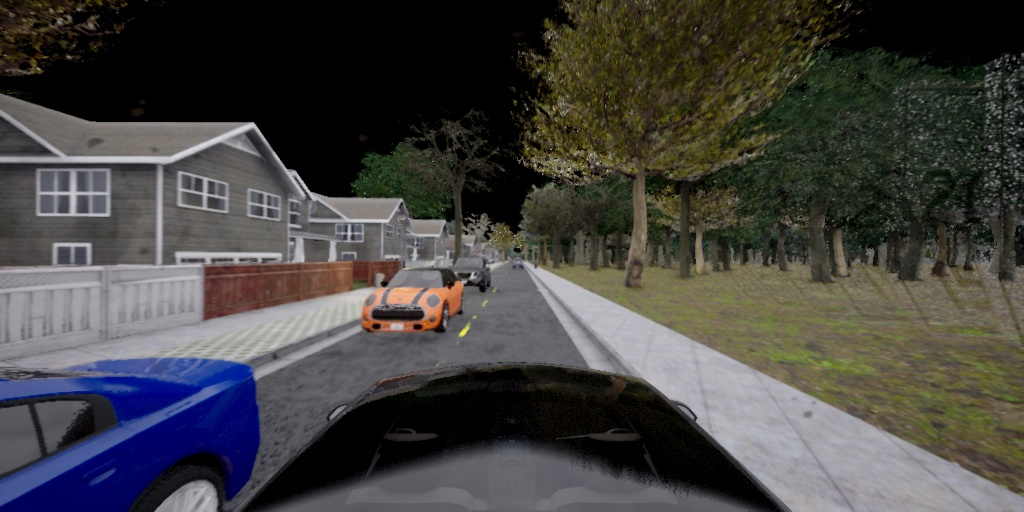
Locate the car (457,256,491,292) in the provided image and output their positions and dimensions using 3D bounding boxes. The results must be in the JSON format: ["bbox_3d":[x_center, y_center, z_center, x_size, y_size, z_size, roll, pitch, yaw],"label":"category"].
[{"bbox_3d":[-2.516,1.045,22.138,2.150,2.045,5.566,0,0,1],"label":"car"}]

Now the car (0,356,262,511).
[{"bbox_3d":[-2.910,1.201,0.692,1.882,1.535,5.008,0,0,1],"label":"car"}]

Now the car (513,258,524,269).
[{"bbox_3d":[1.062,1.585,64.007,1.812,1.442,4.674,0,0,1],"label":"car"}]

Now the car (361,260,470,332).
[{"bbox_3d":[-2.729,1.121,10.867,2.097,1.767,4.553,0,0,1],"label":"car"}]
